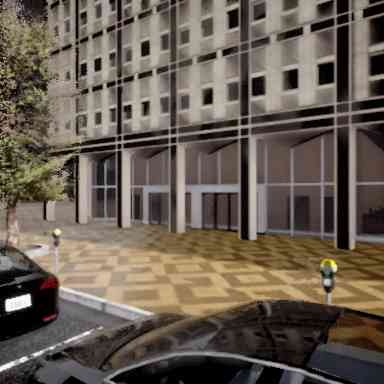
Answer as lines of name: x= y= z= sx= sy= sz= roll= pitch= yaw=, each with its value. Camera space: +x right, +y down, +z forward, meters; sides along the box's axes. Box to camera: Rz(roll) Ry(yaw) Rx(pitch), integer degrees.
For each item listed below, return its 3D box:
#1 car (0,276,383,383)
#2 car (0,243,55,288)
car: x=0.551 y=1.564 z=2.484 sx=4.313 sy=1.339 sz=1.947 roll=0 pitch=0 yaw=35
car: x=-4.066 y=1.554 z=5.773 sx=4.313 sy=1.339 sz=1.947 roll=0 pitch=0 yaw=35
